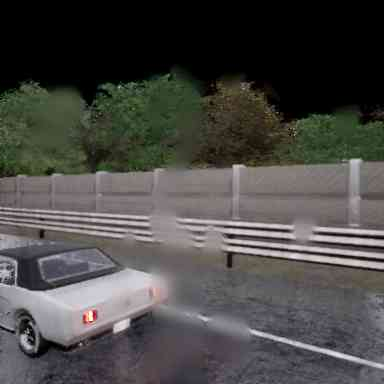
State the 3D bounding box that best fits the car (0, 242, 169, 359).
[{"bbox_3d":[-2.792,1.587,5.984,4.718,1.301,1.895,0,0,35],"label":"car"}]
